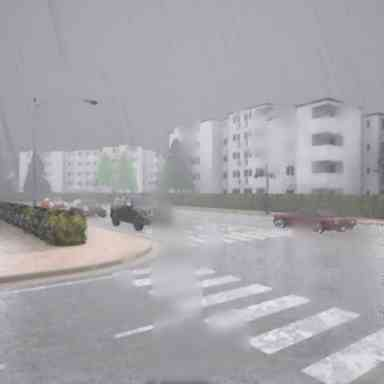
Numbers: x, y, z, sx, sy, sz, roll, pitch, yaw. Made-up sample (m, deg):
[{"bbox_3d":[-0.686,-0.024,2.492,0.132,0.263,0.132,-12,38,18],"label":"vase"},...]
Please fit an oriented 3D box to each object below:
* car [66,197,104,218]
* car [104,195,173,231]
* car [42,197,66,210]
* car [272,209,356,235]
[{"bbox_3d":[-9.223,1.355,29.379,2.097,1.767,4.553,0,0,-36],"label":"car"},{"bbox_3d":[-3.379,1.225,21.251,2.150,2.045,5.566,0,0,-36],"label":"car"},{"bbox_3d":[-16.006,1.356,38.762,2.097,1.767,4.553,0,0,-36],"label":"car"},{"bbox_3d":[6.835,1.606,19.254,1.895,1.301,4.718,0,0,-27],"label":"car"}]
